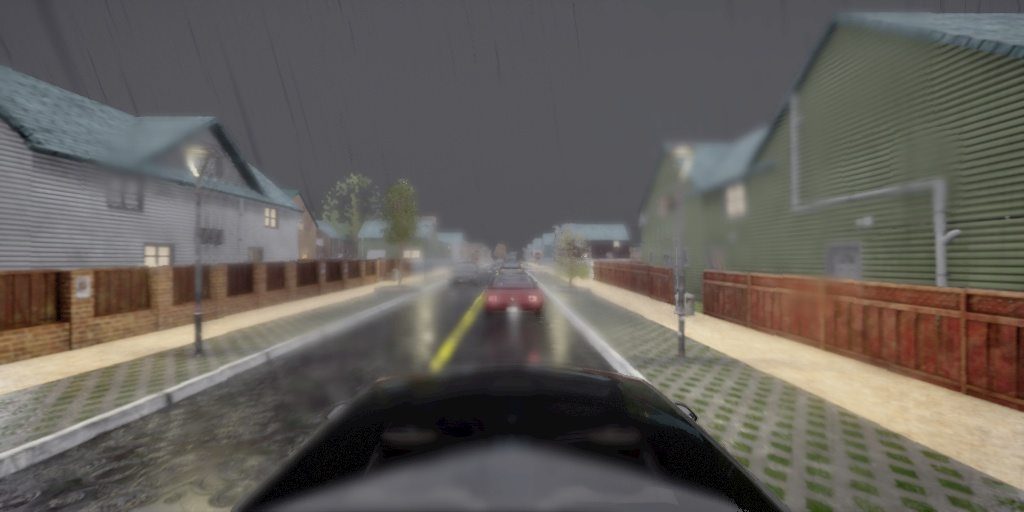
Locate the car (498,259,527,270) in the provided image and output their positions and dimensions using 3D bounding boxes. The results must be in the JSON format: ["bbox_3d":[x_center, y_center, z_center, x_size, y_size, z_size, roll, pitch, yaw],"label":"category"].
[{"bbox_3d":[0.074,1.229,26.819,2.128,1.511,4.902,0,0,0],"label":"car"}]

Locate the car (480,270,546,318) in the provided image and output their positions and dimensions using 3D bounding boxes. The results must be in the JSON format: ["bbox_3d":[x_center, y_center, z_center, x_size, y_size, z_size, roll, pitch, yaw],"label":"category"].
[{"bbox_3d":[0.085,1.340,12.994,1.895,1.301,4.718,0,0,0],"label":"car"}]

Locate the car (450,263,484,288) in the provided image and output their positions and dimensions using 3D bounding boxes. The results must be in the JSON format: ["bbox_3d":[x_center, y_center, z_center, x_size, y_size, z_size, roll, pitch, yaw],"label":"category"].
[{"bbox_3d":[-2.855,1.241,23.514,1.837,1.490,4.892,0,0,0],"label":"car"}]
